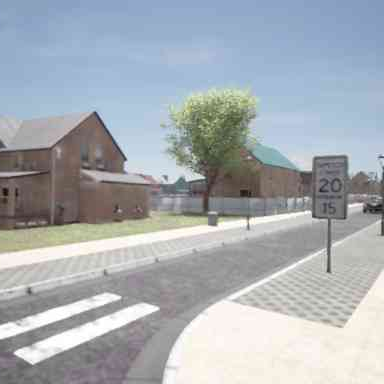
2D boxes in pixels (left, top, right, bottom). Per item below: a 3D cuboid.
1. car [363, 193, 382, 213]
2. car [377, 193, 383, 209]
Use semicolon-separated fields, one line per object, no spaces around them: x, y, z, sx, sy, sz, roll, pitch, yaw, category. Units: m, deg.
19.622;1.294;35.207;2.097;1.767;4.553;1;1;37;car
26.287;1.159;44.298;2.150;2.045;5.566;1;0;36;car
